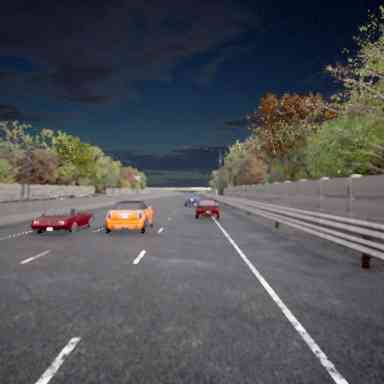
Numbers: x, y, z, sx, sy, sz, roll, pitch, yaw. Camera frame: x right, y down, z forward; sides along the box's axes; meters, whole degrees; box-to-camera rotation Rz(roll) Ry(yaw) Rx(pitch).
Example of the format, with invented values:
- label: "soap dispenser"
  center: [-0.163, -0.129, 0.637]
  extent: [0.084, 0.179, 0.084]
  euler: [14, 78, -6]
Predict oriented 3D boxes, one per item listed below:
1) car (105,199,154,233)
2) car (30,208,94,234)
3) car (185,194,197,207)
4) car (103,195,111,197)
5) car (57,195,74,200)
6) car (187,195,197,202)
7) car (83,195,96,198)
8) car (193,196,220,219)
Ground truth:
- label: "car"
  center: [-3.404, 1.253, 18.972]
  extent: [2.097, 1.767, 4.553]
  euler: [0, 0, 0]
- label: "car"
  center: [-6.900, 1.505, 18.342]
  extent: [1.895, 1.301, 4.718]
  euler: [0, 0, 0]
- label: "car"
  center: [0.008, 1.140, 48.119]
  extent: [2.097, 1.767, 4.553]
  euler: [0, 0, 0]
- label: "car"
  center: [-17.511, 1.308, 68.508]
  extent: [1.895, 1.301, 4.718]
  euler: [0, 0, 0]
- label: "car"
  center: [-24.510, 1.247, 64.550]
  extent: [2.128, 1.511, 4.902]
  euler: [0, 0, 0]
- label: "car"
  center: [-0.010, 1.270, 66.367]
  extent: [2.033, 1.411, 5.357]
  euler: [0, 0, 0]
- label: "car"
  center: [-21.010, 1.252, 68.538]
  extent: [2.033, 1.411, 5.357]
  euler: [0, 0, 0]
- label: "car"
  center: [1.221, 1.345, 27.622]
  extent: [1.882, 1.535, 5.008]
  euler: [0, 0, 0]
